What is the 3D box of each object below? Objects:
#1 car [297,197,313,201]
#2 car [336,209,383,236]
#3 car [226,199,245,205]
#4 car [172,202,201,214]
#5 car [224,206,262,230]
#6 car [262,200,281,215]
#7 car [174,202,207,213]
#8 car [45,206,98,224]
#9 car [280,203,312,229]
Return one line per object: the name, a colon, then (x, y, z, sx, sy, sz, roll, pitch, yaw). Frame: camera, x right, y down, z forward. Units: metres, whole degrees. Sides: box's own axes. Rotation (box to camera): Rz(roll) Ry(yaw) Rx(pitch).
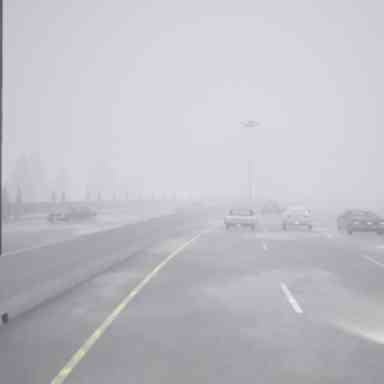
car: (23.817, 1.805, 70.142, 1.837, 1.490, 4.892, -1, -1, 44)
car: (9.904, 1.711, 19.791, 2.033, 1.411, 5.357, 0, 0, 15)
car: (8.419, 2.087, 63.501, 2.128, 1.511, 4.902, -1, -1, 38)
car: (-0.625, 1.945, 42.108, 1.994, 1.385, 4.181, 0, -1, 26)
car: (3.486, 1.793, 22.731, 1.895, 1.301, 4.718, 0, -1, 15)
car: (9.380, 1.672, 38.230, 2.097, 1.767, 4.553, 0, -1, 25)
car: (0.207, 1.817, 35.330, 1.837, 1.490, 4.892, -1, -1, 22)
car: (-9.879, 1.847, 27.579, 1.895, 1.301, 4.718, 0, -1, 16)
car: (7.279, 1.718, 23.182, 1.812, 1.442, 4.674, 0, 0, 16)
